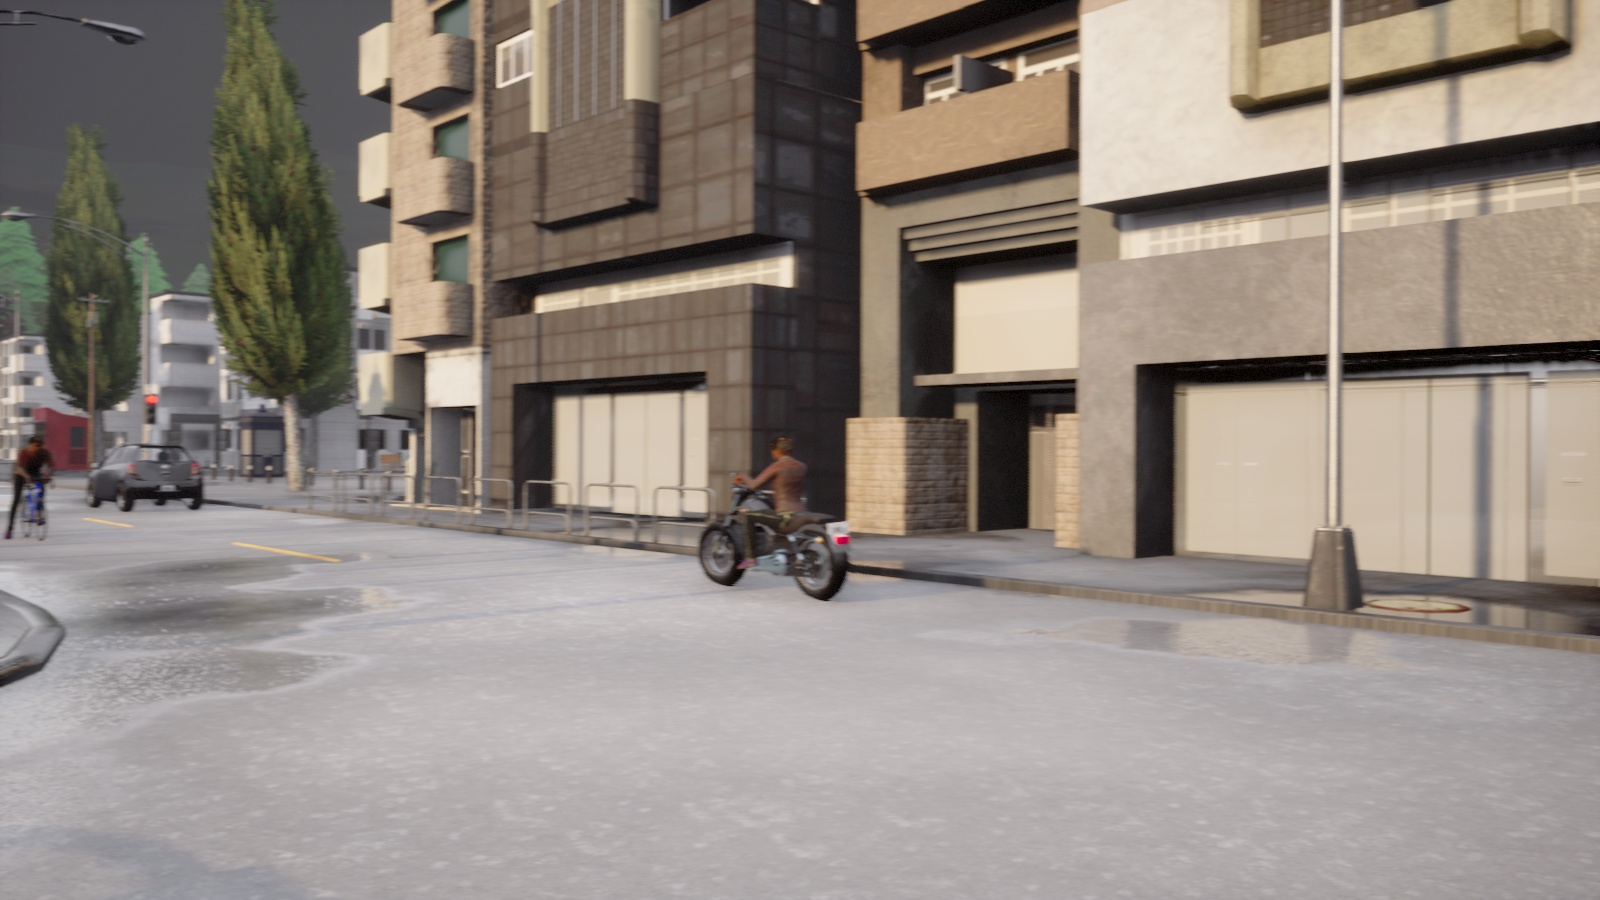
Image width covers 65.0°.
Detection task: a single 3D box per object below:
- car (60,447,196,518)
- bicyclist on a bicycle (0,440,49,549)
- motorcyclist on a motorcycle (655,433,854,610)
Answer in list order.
[{"bbox_3d":[-15.381,0.689,28.681,1.845,1.501,3.633,0,0,-43],"label":"car"},{"bbox_3d":[-12.174,0.648,19.461,0.582,1.620,1.656,0,0,-43],"label":"bicyclist on a bicycle"},{"bbox_3d":[-0.521,0.667,12.874,0.766,1.649,2.350,-1,0,-39],"label":"motorcyclist on a motorcycle"}]
